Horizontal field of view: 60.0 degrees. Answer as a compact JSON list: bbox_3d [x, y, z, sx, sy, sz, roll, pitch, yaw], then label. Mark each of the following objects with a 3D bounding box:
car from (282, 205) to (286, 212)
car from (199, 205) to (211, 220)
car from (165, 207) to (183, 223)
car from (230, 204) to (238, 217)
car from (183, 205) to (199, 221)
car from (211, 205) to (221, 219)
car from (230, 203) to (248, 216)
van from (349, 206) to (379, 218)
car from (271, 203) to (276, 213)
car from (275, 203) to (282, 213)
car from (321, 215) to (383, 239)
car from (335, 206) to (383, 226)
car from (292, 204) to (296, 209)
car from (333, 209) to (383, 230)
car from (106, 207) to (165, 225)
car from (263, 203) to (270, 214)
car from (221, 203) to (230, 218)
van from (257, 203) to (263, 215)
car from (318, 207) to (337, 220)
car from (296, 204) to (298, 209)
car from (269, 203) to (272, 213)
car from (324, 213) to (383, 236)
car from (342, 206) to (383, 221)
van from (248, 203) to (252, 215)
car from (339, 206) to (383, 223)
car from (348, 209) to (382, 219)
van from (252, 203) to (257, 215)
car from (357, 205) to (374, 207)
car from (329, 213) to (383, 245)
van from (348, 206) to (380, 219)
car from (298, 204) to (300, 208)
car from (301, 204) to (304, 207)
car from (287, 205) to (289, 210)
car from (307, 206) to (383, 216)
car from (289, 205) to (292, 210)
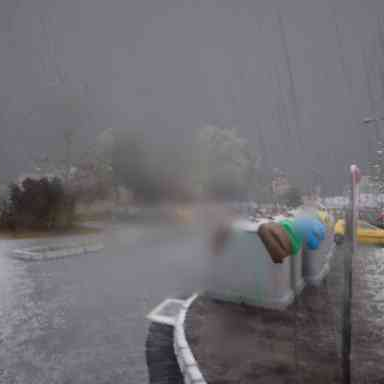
[{"bbox_3d":[16.557,3.671,71.044,5.366,1.575,1.946,1,-2,8],"label":"car"},{"bbox_3d":[-0.529,2.505,39.172,4.792,1.488,2.163,1,-2,8],"label":"car"},{"bbox_3d":[-3.741,2.251,33.184,4.892,1.521,2.231,1,-1,8],"label":"car"},{"bbox_3d":[3.829,2.824,47.418,4.674,1.452,2.002,1,-2,8],"label":"car"},{"bbox_3d":[-2.336,2.357,36.200,5.366,1.575,1.946,1,-1,8],"label":"car"},{"bbox_3d":[1.009,2.461,42.174,4.553,1.767,2.185,1,-2,8],"label":"car"},{"bbox_3d":[5.203,2.631,50.051,5.566,2.045,2.435,1,-1,8],"label":"car"},{"bbox_3d":[32.010,3.687,61.912,4.442,1.987,1.878,2,-1,8],"label":"van"},{"bbox_3d":[13.626,3.504,65.807,4.792,1.488,2.163,1,-2,8],"label":"car"},{"bbox_3d":[14.965,3.321,68.443,5.566,2.045,2.435,1,-1,8],"label":"car"},{"bbox_3d":[12.311,2.565,24.739,4.674,1.452,2.002,2,-1,8],"label":"car"},{"bbox_3d":[20.814,2.872,40.665,5.566,2.045,2.435,2,-1,8],"label":"car"},{"bbox_3d":[23.089,4.190,84.257,4.792,1.488,2.163,1,-1,7],"label":"car"},{"bbox_3d":[16.564,2.701,32.721,4.553,1.767,2.185,2,-1,8],"label":"car"},{"bbox_3d":[-5.348,2.137,30.196,4.892,1.521,2.231,1,-2,8],"label":"car"},{"bbox_3d":[10.994,3.277,60.529,5.366,1.575,1.946,1,-2,8],"label":"car"},{"bbox_3d":[2.467,2.560,44.784,4.553,1.767,2.185,1,-1,8],"label":"car"},{"bbox_3d":[9.533,2.955,57.921,4.442,1.987,1.878,1,-2,8],"label":"van"},{"bbox_3d":[20.277,3.172,49.738,2.097,1.767,4.553,1,-1,28],"label":"car"},{"bbox_3d":[24.462,4.288,86.917,4.792,1.488,2.163,1,-2,6],"label":"car"},{"bbox_3d":[12.173,3.405,63.180,4.792,1.488,2.163,1,-1,8],"label":"car"},{"bbox_3d":[13.746,2.628,27.402,5.008,1.535,2.097,2,-1,8],"label":"car"},{"bbox_3d":[26.514,3.271,51.274,5.566,2.045,2.435,2,-1,8],"label":"car"},{"bbox_3d":[6.744,2.757,52.662,4.442,1.987,1.878,1,-2,8],"label":"van"},{"bbox_3d":[23.693,3.073,45.973,5.566,2.045,2.435,2,-1,8],"label":"car"},{"bbox_3d":[30.738,3.849,59.233,4.792,1.488,2.163,2,-1,8],"label":"car"},{"bbox_3d":[8.138,2.856,55.291,4.442,1.987,1.878,1,-2,8],"label":"van"},{"bbox_3d":[17.988,2.674,35.360,5.566,2.045,2.435,2,-1,8],"label":"car"},{"bbox_3d":[9.640,2.307,19.397,5.366,1.575,1.946,2,-1,8],"label":"car"},{"bbox_3d":[29.192,3.489,56.591,4.442,1.987,1.878,2,-1,8],"label":"van"},{"bbox_3d":[25.726,4.354,89.576,5.008,1.535,2.097,1,-1,6],"label":"car"},{"bbox_3d":[14.831,2.659,39.423,2.150,2.045,5.566,1,-1,29],"label":"car"},{"bbox_3d":[19.145,3.743,76.326,4.553,1.767,2.185,1,-1,7],"label":"car"},{"bbox_3d":[10.924,2.167,22.091,5.566,2.045,2.435,2,-1,8],"label":"car"},{"bbox_3d":[20.471,3.966,78.962,5.008,1.535,2.097,1,-1,7],"label":"car"}]
